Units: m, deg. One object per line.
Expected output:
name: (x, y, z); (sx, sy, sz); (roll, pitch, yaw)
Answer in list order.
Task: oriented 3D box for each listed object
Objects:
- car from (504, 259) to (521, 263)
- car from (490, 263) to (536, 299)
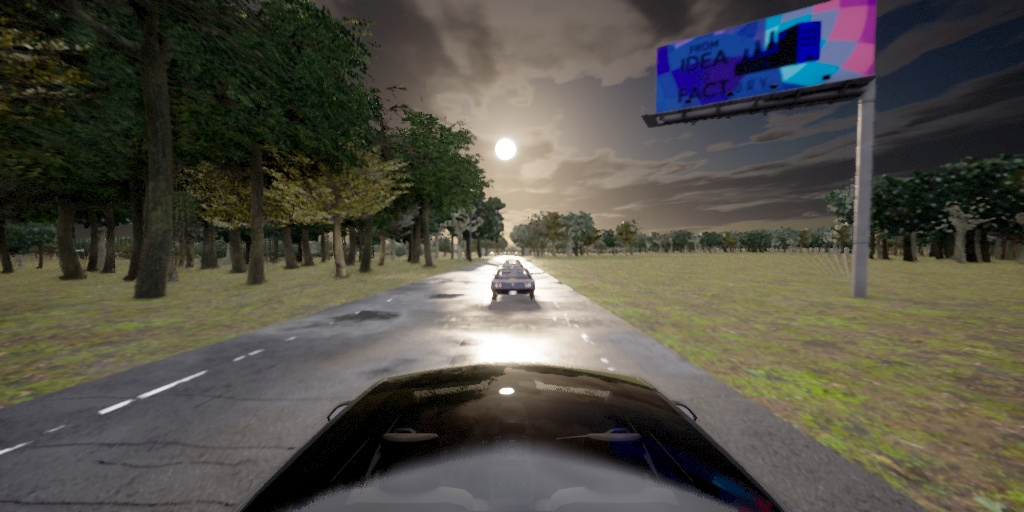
car: (0.046, 1.003, 30.919); (2.033, 1.411, 5.357); (-1, 1, 0)
car: (0.056, 1.197, 16.836); (1.895, 1.301, 4.718); (-1, 1, 0)
